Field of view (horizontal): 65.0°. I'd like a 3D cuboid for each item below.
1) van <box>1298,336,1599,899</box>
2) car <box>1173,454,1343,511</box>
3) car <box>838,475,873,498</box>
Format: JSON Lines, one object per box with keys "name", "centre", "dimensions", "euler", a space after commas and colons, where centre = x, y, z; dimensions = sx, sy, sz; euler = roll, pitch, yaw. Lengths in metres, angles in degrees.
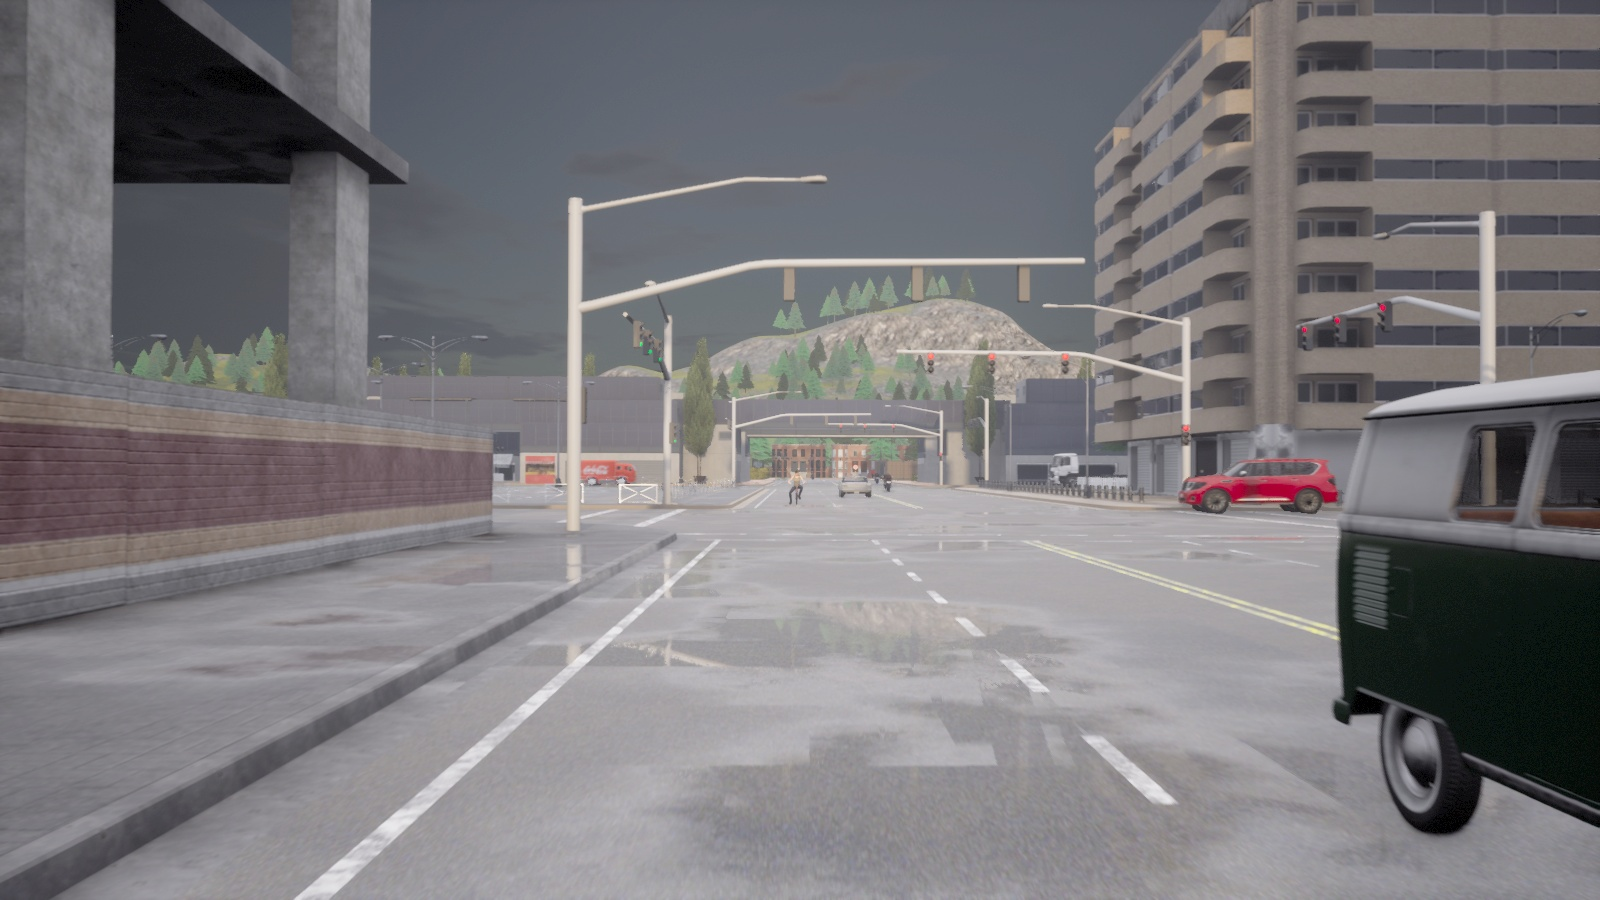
{"name": "van", "centre": [3.489, 0.624, 4.301], "dimensions": [1.775, 1.987, 4.442], "euler": [0, -1, 0]}
{"name": "car", "centre": [16.953, 1.200, 46.727], "dimensions": [5.566, 2.045, 2.150], "euler": [-1, -1, 5]}
{"name": "car", "centre": [3.317, 2.166, 75.536], "dimensions": [1.895, 1.301, 4.718], "euler": [0, -1, 0]}
